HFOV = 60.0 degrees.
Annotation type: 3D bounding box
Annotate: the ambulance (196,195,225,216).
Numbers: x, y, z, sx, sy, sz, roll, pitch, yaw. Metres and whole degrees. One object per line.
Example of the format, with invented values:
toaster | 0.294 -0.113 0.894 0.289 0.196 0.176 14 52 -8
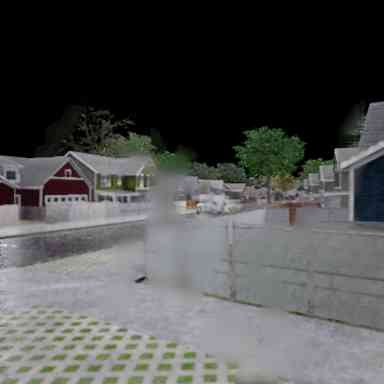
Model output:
ambulance | 2.311 1.589 41.563 2.351 2.431 6.366 1 -1 19
